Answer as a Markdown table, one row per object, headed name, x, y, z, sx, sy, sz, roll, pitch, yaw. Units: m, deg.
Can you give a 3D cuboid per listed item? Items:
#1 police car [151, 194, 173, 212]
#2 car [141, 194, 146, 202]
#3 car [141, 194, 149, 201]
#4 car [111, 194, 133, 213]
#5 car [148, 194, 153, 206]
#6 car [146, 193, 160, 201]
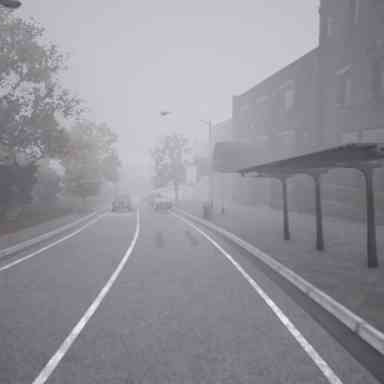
| name | x | y | z | sx | sy | sz | roll | pitch | yaw |
| --- | --- | --- | --- | --- | --- | --- | --- | --- | --- |
| police car | -3.367 | 1.407 | 38.322 | 1.930 | 1.638 | 5.238 | -1 | 0 | -9 |
| car | -9.881 | 1.551 | 72.538 | 1.895 | 1.301 | 4.718 | -1 | 0 | -9 |
| car | -12.407 | 1.412 | 87.715 | 2.097 | 1.767 | 4.553 | -1 | 0 | -8 |
| car | -8.262 | 1.293 | 39.517 | 2.150 | 2.045 | 5.566 | -1 | 0 | -9 |
| car | -4.953 | 1.473 | 48.134 | 1.882 | 1.535 | 5.008 | -1 | 0 | -9 |
| car | -5.924 | 1.227 | 54.107 | 2.150 | 2.045 | 5.566 | -1 | 0 | -9 |
